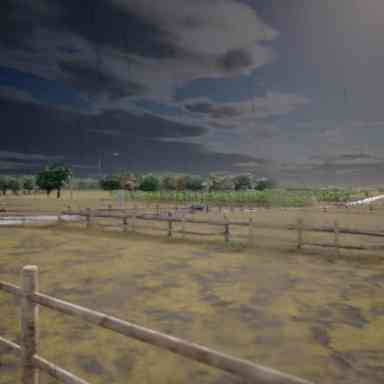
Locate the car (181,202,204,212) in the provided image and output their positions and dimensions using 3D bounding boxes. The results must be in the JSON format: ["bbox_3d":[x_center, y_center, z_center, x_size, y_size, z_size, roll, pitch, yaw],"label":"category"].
[{"bbox_3d":[0.052,2.456,55.412,2.128,1.511,4.902,1,-1,36],"label":"car"}]
